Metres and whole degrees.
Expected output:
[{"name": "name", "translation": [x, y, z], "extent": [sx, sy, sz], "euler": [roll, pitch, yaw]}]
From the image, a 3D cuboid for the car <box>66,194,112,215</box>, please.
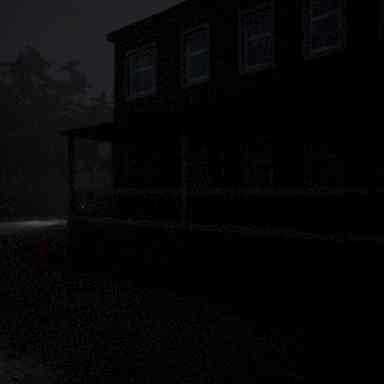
[{"name": "car", "translation": [-8.041, 1.208, 28.746], "extent": [2.150, 2.045, 5.566], "euler": [0, 0, 35]}]
